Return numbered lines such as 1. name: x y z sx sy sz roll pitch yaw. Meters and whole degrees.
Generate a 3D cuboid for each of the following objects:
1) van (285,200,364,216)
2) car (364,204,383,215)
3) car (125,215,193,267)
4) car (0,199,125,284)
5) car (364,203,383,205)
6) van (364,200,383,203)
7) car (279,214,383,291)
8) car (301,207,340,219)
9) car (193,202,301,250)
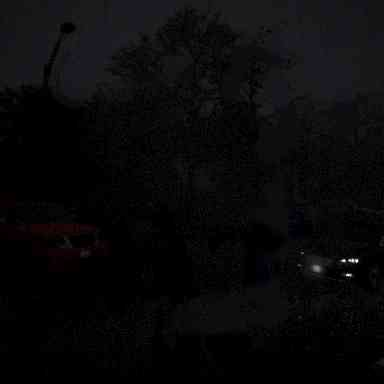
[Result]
1. van: 6.893 1.446 18.618 4.442 1.987 1.878 -1 -1 35
2. car: 9.392 1.707 20.257 4.892 1.521 2.231 -1 -1 35
3. car: -2.623 1.566 11.729 4.792 1.488 2.163 -1 -1 35
4. car: -4.968 1.252 9.998 5.566 2.045 2.435 -1 -2 35
5. car: 11.939 1.739 21.870 5.366 1.575 1.946 -1 -2 35
6. van: 14.084 1.557 23.751 4.442 1.987 1.878 -1 -1 34
7. car: 4.983 1.596 9.388 4.902 1.511 2.128 1 0 -35
8. car: 4.569 1.666 16.861 4.792 1.488 2.163 -1 -1 34
9. car: 2.221 1.476 15.121 4.553 1.767 2.185 -1 -1 34
